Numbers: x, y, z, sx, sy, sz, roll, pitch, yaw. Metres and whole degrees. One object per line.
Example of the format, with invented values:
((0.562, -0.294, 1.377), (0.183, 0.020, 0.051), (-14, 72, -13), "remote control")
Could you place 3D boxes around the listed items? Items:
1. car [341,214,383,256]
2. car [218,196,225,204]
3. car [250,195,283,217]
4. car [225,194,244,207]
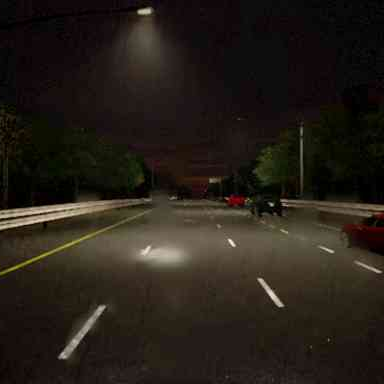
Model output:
((7.006, 1.483, 11.605), (1.882, 1.535, 5.008), (0, 0, 0), "car")
((7.320, 2.013, 79.386), (1.837, 1.490, 4.892), (0, -1, 0), "car")
((7.045, 1.259, 31.916), (2.150, 2.045, 5.566), (0, 0, 0), "car")
((7.146, 1.429, 54.750), (2.150, 2.045, 5.566), (0, -1, 0), "car")
